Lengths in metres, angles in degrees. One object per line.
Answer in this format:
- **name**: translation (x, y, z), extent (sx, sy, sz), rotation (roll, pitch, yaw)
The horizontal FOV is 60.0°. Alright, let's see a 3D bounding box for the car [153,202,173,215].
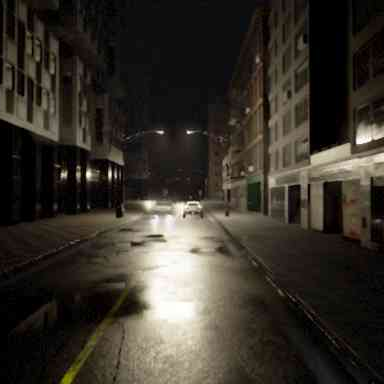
- **car**: translation (-3.091, 1.723, 36.469), extent (1.895, 1.301, 4.718), rotation (0, 0, 0)

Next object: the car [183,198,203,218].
- **car**: translation (0.101, 1.631, 31.700), extent (1.812, 1.442, 4.674), rotation (0, 0, 0)

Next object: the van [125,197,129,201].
- **van**: translation (-20.109, 1.732, 91.361), extent (3.998, 1.788, 1.690), rotation (0, 0, 0)

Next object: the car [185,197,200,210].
- **car**: translation (0.037, 1.592, 47.500), extent (2.033, 1.649, 4.856), rotation (0, 0, 1)
